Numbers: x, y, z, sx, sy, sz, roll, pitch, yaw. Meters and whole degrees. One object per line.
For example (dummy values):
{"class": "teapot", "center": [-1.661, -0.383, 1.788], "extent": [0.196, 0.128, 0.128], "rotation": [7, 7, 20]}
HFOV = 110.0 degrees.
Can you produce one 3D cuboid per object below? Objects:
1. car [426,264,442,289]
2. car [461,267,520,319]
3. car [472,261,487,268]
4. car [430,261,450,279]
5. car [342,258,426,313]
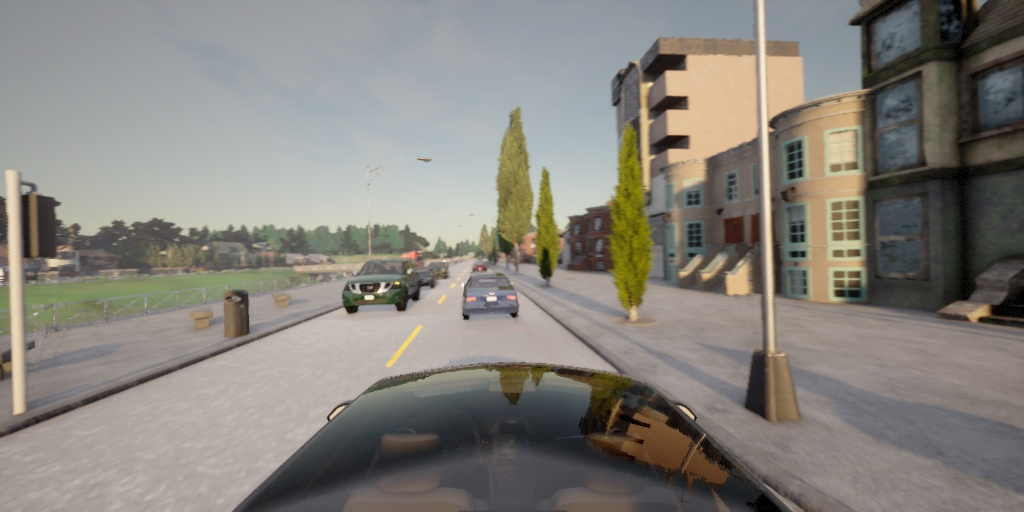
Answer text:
{"class": "car", "center": [-6.270, 1.496, 24.928], "extent": [1.994, 1.385, 4.181], "rotation": [-2, 0, -6]}
{"class": "car", "center": [-0.856, 1.320, 13.086], "extent": [2.033, 1.411, 5.357], "rotation": [-2, 0, -6]}
{"class": "car", "center": [-4.031, 1.385, 44.912], "extent": [1.812, 1.442, 4.674], "rotation": [-2, 0, -6]}
{"class": "car", "center": [-7.208, 1.310, 34.556], "extent": [2.097, 1.767, 4.553], "rotation": [-2, 0, -5]}
{"class": "car", "center": [-5.336, 1.128, 15.452], "extent": [2.150, 2.045, 5.566], "rotation": [-2, 0, -6]}
